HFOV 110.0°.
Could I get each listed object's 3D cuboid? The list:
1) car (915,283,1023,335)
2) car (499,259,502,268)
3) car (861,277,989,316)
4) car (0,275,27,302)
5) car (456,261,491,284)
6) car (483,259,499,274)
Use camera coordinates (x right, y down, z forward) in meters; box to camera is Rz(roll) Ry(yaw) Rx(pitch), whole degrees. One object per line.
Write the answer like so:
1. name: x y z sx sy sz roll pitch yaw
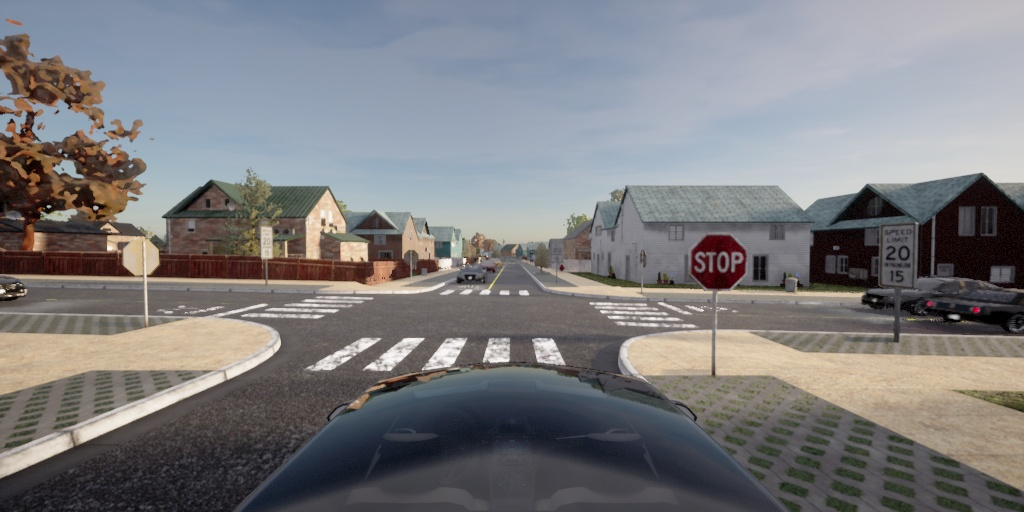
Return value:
1. car: 16.816 1.769 11.741 4.718 1.301 1.895 1 1 2
2. car: -2.773 1.218 61.441 1.882 1.535 5.008 0 0 0
3. car: 17.201 1.616 14.581 4.892 1.490 1.837 1 1 1
4. car: -19.736 0.909 12.203 4.892 1.490 1.837 1 1 1
5. car: -2.857 1.312 26.391 1.994 1.385 4.181 0 0 0
6. car: -2.862 1.221 41.636 1.882 1.535 5.008 0 0 0
